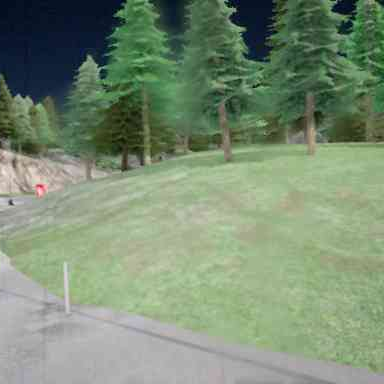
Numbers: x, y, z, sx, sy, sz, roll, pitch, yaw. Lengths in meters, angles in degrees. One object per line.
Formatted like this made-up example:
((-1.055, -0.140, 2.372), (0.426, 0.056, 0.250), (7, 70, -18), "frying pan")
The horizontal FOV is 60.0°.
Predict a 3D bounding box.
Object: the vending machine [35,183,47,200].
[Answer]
((-19.916, -0.043, 43.842), (1.100, 2.100, 0.880), (-5, -1, -2), "vending machine")
